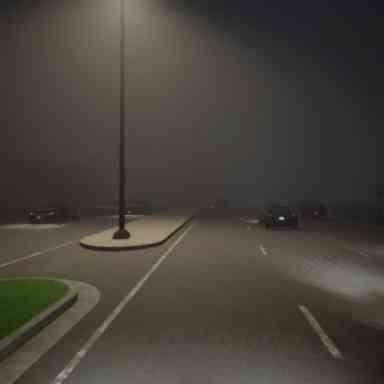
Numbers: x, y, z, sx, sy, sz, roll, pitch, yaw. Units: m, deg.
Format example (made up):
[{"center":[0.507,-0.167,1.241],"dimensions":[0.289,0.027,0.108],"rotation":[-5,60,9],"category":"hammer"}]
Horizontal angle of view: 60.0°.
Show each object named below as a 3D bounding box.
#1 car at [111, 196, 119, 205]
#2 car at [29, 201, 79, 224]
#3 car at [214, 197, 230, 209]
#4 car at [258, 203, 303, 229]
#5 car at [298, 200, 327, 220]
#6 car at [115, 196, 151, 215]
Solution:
[{"center":[-10.623,1.294,50.136],"dimensions":[1.812,1.442,4.674],"rotation":[0,0,5],"category":"car"},{"center":[-9.663,1.376,23.764],"dimensions":[1.812,1.442,4.674],"rotation":[0,0,5],"category":"car"},{"center":[3.745,1.366,41.651],"dimensions":[1.812,1.442,4.674],"rotation":[0,0,5],"category":"car"},{"center":[5.354,1.500,21.124],"dimensions":[1.994,1.385,4.181],"rotation":[0,0,5],"category":"car"},{"center":[9.417,1.408,27.079],"dimensions":[1.882,1.535,5.008],"rotation":[0,0,5],"category":"car"},{"center":[-5.358,1.382,32.307],"dimensions":[2.033,1.411,5.357],"rotation":[0,0,5],"category":"car"}]
